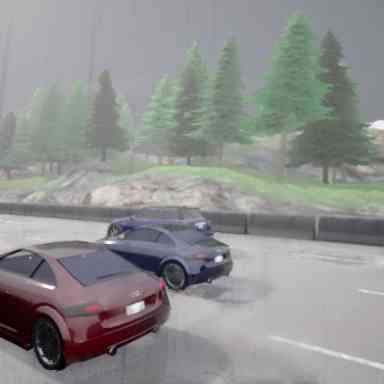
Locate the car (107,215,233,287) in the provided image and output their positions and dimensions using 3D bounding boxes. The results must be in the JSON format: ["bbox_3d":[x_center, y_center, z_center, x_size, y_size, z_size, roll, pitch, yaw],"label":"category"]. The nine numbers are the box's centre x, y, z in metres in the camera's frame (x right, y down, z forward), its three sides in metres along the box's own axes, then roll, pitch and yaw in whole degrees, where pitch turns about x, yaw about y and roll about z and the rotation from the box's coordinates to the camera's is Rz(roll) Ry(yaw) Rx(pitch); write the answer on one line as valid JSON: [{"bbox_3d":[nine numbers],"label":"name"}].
[{"bbox_3d":[-0.998,1.541,9.007,4.181,1.385,1.994,0,0,36],"label":"car"}]

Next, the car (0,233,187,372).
[{"bbox_3d":[-2.400,1.544,5.707,4.181,1.385,1.994,0,0,36],"label":"car"}]

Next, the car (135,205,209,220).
[{"bbox_3d":[-1.400,1.318,13.595,4.553,1.767,2.097,0,0,36],"label":"car"}]
